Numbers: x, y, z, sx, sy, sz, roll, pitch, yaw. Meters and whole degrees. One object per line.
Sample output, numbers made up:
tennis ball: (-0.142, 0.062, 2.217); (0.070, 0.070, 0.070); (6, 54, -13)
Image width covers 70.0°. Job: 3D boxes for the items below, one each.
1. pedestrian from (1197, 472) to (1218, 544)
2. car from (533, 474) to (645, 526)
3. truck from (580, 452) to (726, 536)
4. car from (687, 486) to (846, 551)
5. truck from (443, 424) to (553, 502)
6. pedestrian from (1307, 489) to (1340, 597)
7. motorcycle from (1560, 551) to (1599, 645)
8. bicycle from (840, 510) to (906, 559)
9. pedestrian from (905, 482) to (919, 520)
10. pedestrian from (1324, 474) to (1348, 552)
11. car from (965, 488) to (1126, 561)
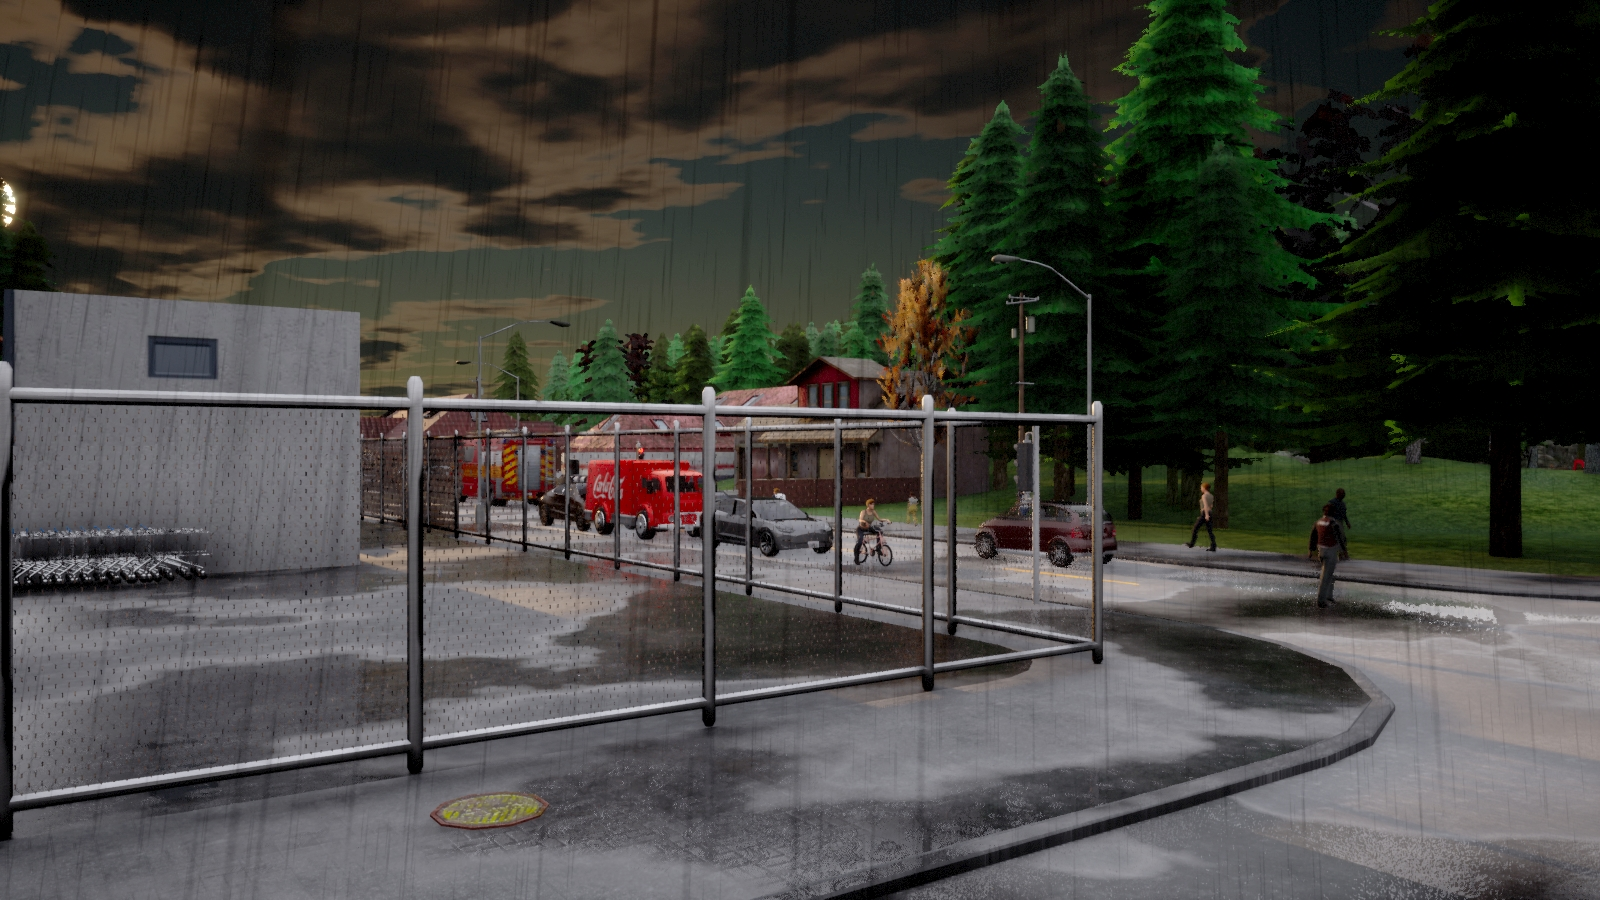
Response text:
pedestrian: (10.700, 1.522, 29.978); (0.375, 1.860, 0.375); (0, 0, -33)
car: (-7.756, 1.772, 41.538); (2.152, 1.651, 5.027); (0, 0, -34)
truck: (-4.910, 1.336, 37.383); (2.627, 2.467, 5.204); (0, 0, -35)
car: (-1.029, 1.840, 31.812); (2.163, 1.488, 4.792); (0, 0, -35)
truck: (-16.056, 0.665, 60.283); (2.891, 3.827, 8.468); (0, 0, -35)
pedestrian: (9.225, 1.625, 20.146); (0.375, 1.860, 0.375); (0, 0, -23)
motorcycle: (11.388, 1.992, 15.137); (2.033, 1.145, 0.803); (1, 1, 17)
bicycle: (1.773, 2.033, 27.810); (0.859, 1.080, 1.487); (0, 0, -35)
pedestrian: (3.958, 1.801, 40.297); (0.375, 1.300, 0.375); (0, 0, -21)
pedestrian: (13.004, 1.520, 27.701); (0.375, 1.860, 0.375); (0, 0, -31)
car: (6.063, 1.803, 28.565); (1.789, 1.549, 3.705); (0, 0, -35)
